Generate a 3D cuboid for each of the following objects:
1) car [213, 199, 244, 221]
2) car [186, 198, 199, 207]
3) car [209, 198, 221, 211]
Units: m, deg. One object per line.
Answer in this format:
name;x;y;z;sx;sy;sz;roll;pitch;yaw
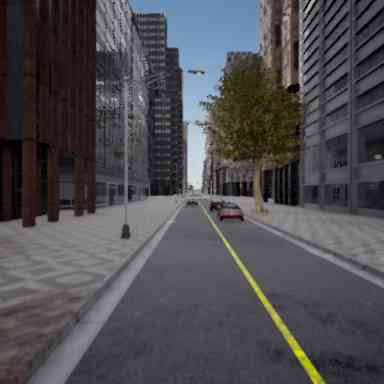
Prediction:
car;3.090;1.582;27.596;1.994;1.385;4.181;0;0;1
car;0.067;1.624;51.802;1.895;1.301;4.718;0;0;0
car;3.095;1.501;40.851;1.882;1.535;5.008;0;0;1
